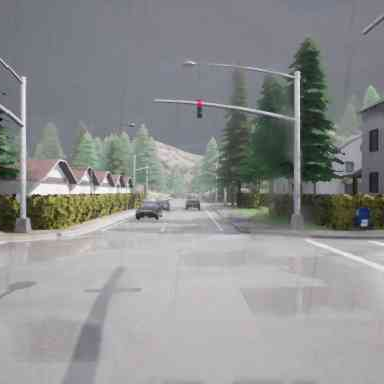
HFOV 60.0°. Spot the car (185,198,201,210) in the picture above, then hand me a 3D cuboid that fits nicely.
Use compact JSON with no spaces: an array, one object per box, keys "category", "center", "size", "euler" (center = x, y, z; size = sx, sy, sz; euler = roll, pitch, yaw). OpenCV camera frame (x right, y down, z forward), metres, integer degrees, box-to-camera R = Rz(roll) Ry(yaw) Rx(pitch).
[{"category":"car","center":[0.112,1.519,43.284],"size":[1.837,1.490,4.892],"euler":[0,0,0]}]

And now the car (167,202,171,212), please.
[{"category":"car","center":[-3.567,1.576,38.550],"size":[1.994,1.385,4.181],"euler":[0,0,1]}]

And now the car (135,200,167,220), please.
[{"category":"car","center":[-3.591,1.557,28.633],"size":[2.033,1.411,5.357],"euler":[0,0,0]}]
